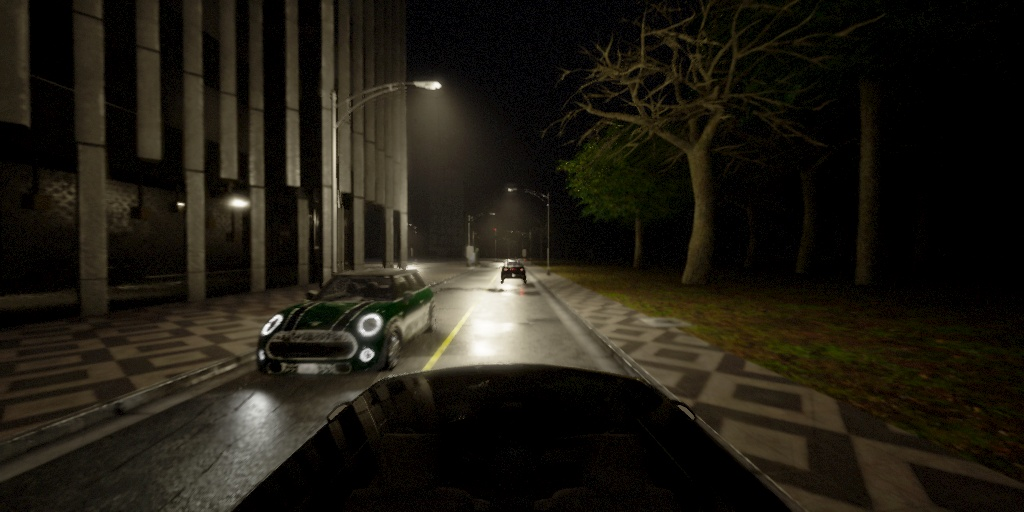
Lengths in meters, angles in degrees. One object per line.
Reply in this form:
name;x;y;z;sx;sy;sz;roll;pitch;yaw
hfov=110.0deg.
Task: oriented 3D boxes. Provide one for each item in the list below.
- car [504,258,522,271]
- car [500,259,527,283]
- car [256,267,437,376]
car;0.116;1.075;45.855;2.128;1.511;4.902;0;0;0
car;0.109;1.160;27.199;2.128;1.511;4.902;0;0;0
car;-3.047;1.093;7.634;2.097;1.767;4.553;0;0;1
